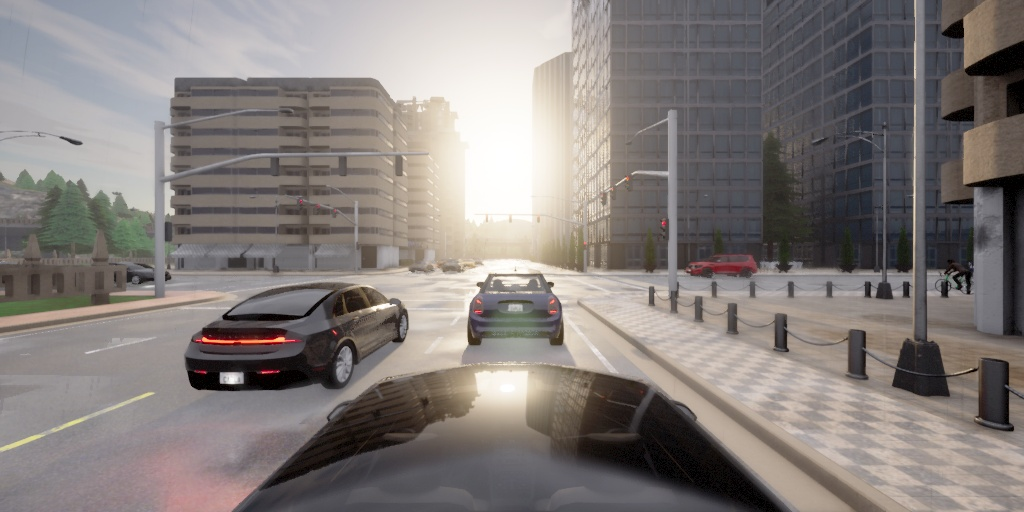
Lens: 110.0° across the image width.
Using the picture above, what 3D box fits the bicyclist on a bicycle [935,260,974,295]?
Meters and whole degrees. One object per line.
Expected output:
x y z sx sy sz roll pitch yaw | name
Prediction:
21.018 0.996 17.004 0.582 1.620 1.656 0 0 0 | bicyclist on a bicycle

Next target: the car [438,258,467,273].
-7.048 1.102 43.026 2.097 1.767 4.553 0 0 0 | car

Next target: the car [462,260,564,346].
0.090 1.102 9.603 2.097 1.767 4.553 0 0 0 | car

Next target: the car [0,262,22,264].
-37.399 1.194 26.488 4.892 1.490 1.837 2 1 17 | car

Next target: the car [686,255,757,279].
18.377 0.915 31.505 5.566 2.045 2.150 0 0 0 | car

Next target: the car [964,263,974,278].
43.287 0.918 31.302 5.566 2.045 2.150 0 0 1 | car

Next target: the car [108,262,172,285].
-26.504 1.199 24.902 4.892 1.490 1.837 0 0 4 | car

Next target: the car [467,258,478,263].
-7.018 1.227 57.625 1.882 1.535 5.008 0 1 0 | car

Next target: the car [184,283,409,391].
-3.427 1.255 6.831 1.837 1.490 4.892 0 0 0 | car

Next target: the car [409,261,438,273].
-10.652 1.297 42.862 2.033 1.411 5.357 0 0 3 | car
